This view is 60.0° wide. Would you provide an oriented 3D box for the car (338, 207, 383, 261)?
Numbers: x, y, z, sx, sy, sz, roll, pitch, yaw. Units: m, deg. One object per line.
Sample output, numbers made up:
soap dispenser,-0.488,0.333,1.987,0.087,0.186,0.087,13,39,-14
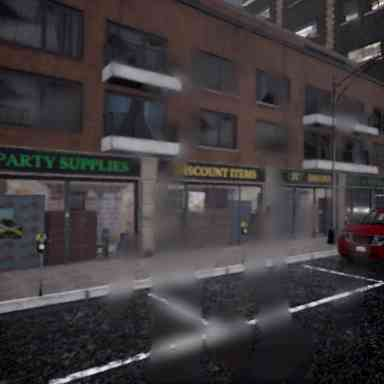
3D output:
car,7.257,1.473,11.719,5.009,1.841,2.192,1,0,-35
